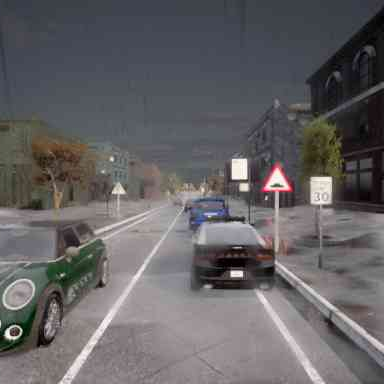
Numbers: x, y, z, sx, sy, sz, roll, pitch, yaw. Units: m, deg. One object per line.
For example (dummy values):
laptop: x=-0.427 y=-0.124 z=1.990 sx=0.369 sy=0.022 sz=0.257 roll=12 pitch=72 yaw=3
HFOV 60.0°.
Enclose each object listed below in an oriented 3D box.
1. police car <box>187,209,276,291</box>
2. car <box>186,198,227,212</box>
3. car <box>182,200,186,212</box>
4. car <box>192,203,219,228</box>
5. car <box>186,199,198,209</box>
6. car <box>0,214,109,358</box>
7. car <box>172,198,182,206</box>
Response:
police car: x=0.909 y=1.478 z=9.312 sx=1.930 sy=1.638 sz=5.238 roll=0 pitch=-1 yaw=0
car: x=0.919 y=1.380 z=19.233 sx=2.150 sy=2.045 sz=5.566 roll=0 pitch=-1 yaw=0
car: x=0.076 y=1.761 z=45.400 sx=2.097 sy=1.767 sz=4.553 roll=0 pitch=0 yaw=1
car: x=0.926 y=1.675 z=25.393 sx=1.801 sy=1.575 sz=5.366 roll=0 pitch=-1 yaw=0
car: x=0.062 y=2.048 z=57.795 sx=2.033 sy=1.411 sz=5.357 roll=0 pitch=0 yaw=0
car: x=-3.095 y=1.377 z=6.322 sx=2.097 sy=1.767 sz=4.553 roll=0 pitch=0 yaw=0
car: x=-2.930 y=2.065 z=67.294 sx=1.837 sy=1.490 sz=4.892 roll=0 pitch=0 yaw=0
